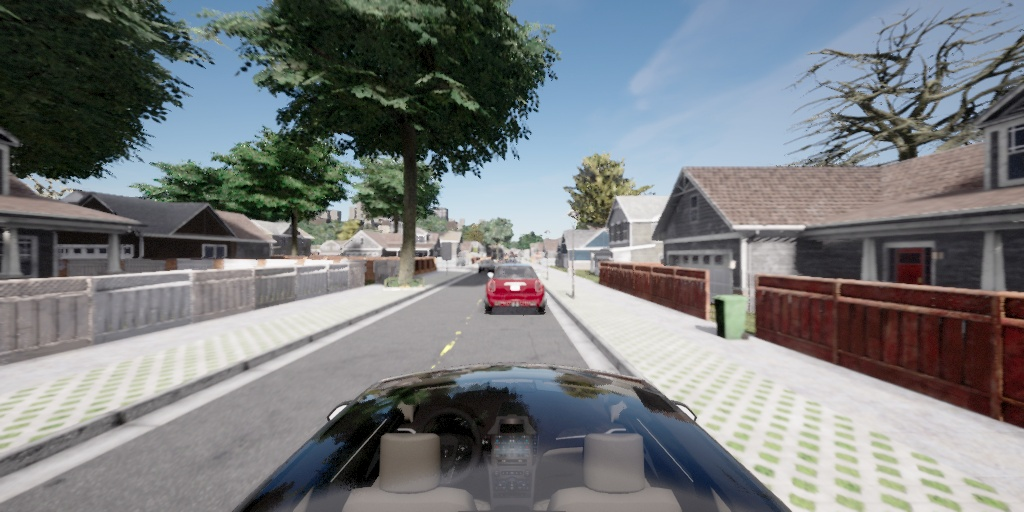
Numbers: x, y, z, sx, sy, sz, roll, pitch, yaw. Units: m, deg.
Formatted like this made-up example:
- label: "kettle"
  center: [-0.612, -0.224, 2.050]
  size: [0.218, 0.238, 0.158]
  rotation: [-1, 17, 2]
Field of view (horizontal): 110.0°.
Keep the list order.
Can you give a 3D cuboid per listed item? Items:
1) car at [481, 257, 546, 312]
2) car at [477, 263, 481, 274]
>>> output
- label: "car"
  center: [0.108, 1.061, 14.011]
  size: [2.097, 1.767, 4.553]
  rotation: [0, 0, 0]
- label: "car"
  center: [-2.729, 1.176, 40.043]
  size: [1.837, 1.490, 4.892]
  rotation: [0, 0, 0]
